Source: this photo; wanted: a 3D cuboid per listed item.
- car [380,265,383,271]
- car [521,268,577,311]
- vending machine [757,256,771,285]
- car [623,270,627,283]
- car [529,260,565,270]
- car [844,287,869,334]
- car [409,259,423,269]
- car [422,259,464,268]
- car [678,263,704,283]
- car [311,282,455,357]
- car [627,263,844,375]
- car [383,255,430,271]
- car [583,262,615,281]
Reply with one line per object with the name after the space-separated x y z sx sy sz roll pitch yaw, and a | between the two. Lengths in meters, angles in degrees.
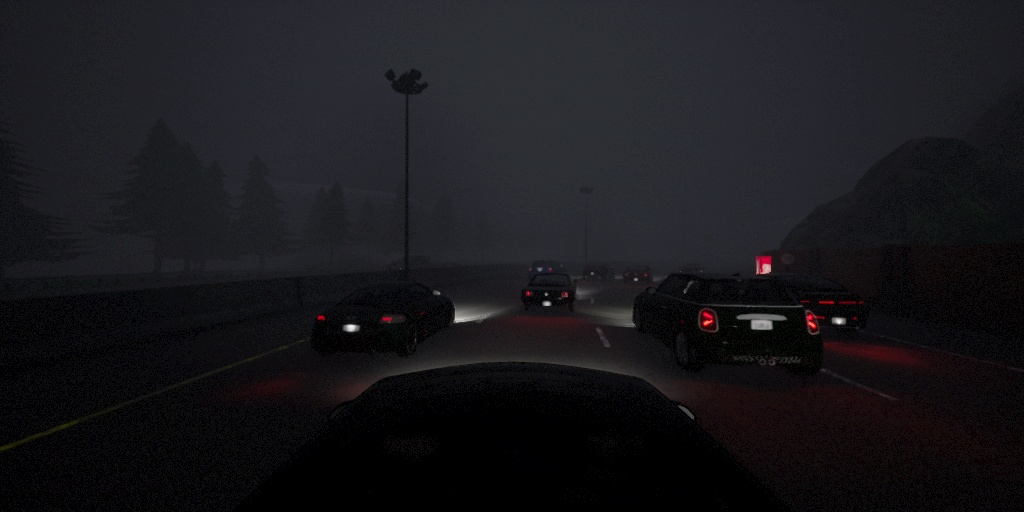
-13.725 1.250 43.098 1.994 1.385 4.181 0 0 29 | car
1.672 1.349 14.532 1.895 1.301 4.718 0 0 12 | car
18.245 0.989 25.865 1.100 2.100 0.880 0 0 28 | vending machine
9.718 1.367 27.386 1.895 1.301 4.718 0 0 25 | car
2.976 1.097 29.223 2.097 1.767 4.553 0 0 24 | car
8.092 1.275 10.844 1.837 1.490 4.892 0 0 9 | car
-8.525 1.268 37.942 1.994 1.385 4.181 0 0 27 | car
-6.234 1.239 34.741 1.812 1.442 4.674 0 0 26 | car
14.706 1.307 29.332 1.812 1.442 4.674 0 0 28 | car
-2.777 1.302 8.624 1.994 1.385 4.181 0 0 6 | car
4.153 1.111 7.792 2.097 1.767 4.553 0 0 5 | car
-11.305 0.918 40.266 2.150 2.045 5.566 0 0 27 | car
7.456 1.236 30.528 1.882 1.535 5.008 0 0 27 | car
